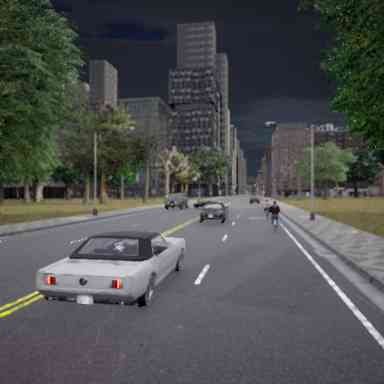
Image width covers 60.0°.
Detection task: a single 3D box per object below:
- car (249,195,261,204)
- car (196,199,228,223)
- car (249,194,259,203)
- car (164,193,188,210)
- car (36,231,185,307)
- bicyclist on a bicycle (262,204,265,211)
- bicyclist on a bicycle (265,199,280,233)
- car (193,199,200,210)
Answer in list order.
[{"bbox_3d":[11.898,1.525,62.732,1.837,1.490,4.892,0,0,11],"label":"car"},{"bbox_3d":[1.736,1.505,25.443,1.812,1.442,4.674,0,0,10],"label":"car"},{"bbox_3d":[13.685,1.393,73.023,2.097,1.767,4.553,0,0,10],"label":"car"},{"bbox_3d":[-1.909,1.205,42.614,2.150,2.045,5.566,0,0,10],"label":"car"},{"bbox_3d":[-1.456,1.588,7.985,1.895,1.301,4.718,0,0,10],"label":"car"},{"bbox_3d":[6.267,1.421,27.656,0.866,1.612,1.509,0,0,11],"label":"bicyclist on a bicycle"},{"bbox_3d":[4.568,1.354,18.396,0.659,1.776,1.843,0,0,10],"label":"bicyclist on a bicycle"},{"bbox_3d":[1.369,1.588,42.473,1.895,1.301,4.718,0,0,10],"label":"car"}]
